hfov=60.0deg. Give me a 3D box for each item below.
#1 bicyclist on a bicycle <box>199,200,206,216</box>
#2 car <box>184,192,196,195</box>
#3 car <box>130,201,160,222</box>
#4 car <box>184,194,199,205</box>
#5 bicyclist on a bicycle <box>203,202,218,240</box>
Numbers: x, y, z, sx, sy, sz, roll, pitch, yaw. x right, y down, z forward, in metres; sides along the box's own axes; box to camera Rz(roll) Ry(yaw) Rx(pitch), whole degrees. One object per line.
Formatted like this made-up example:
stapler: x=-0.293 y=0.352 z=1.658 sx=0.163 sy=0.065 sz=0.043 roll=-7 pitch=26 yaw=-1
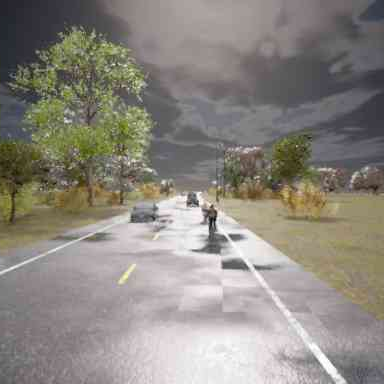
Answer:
bicyclist on a bicycle: x=0.981 y=1.372 z=24.894 sx=0.866 sy=1.612 sz=1.509 roll=0 pitch=0 yaw=0
car: x=0.002 y=1.005 z=73.672 sx=2.150 sy=2.045 sz=5.566 roll=0 pitch=0 yaw=0
car: x=-3.597 y=1.457 z=26.067 sx=1.812 sy=1.442 sz=4.674 roll=0 pitch=0 yaw=0
car: x=0.100 y=1.451 z=53.061 sx=1.895 sy=1.301 sz=4.718 roll=0 pitch=0 yaw=0
bicyclist on a bicycle: x=0.962 y=1.414 z=15.692 sx=0.582 sy=1.620 sz=1.656 roll=0 pitch=0 yaw=0
